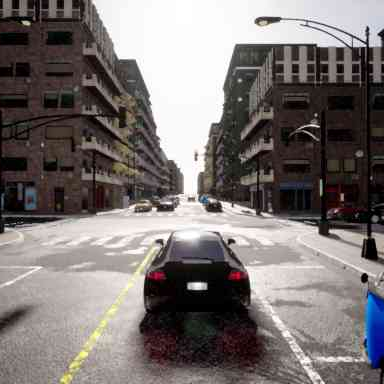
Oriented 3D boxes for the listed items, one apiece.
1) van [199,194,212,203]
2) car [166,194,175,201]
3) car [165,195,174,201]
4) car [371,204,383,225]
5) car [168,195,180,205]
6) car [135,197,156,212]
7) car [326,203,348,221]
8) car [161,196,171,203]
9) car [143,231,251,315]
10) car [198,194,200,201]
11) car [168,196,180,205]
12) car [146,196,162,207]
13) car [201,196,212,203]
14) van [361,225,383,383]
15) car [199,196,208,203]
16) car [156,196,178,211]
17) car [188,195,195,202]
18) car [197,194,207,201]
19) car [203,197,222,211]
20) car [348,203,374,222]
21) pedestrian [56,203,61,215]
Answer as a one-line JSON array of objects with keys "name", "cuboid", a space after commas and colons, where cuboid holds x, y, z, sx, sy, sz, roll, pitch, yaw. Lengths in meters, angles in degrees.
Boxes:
[{"name": "van", "cuboid": [2.611, 1.364, 56.913, 1.690, 1.788, 3.998, 1, 0, 0]}, {"name": "car", "cuboid": [-5.828, 1.483, 90.756, 1.967, 1.590, 4.097, 1, 0, 0]}, {"name": "car", "cuboid": [-5.821, 1.590, 85.112, 2.008, 1.369, 4.403, 1, 0, 0]}, {"name": "car", "cuboid": [13.505, 1.583, 19.808, 4.313, 1.339, 1.947, 0, -1, 1]}, {"name": "car", "cuboid": [-3.180, 1.497, 49.683, 1.882, 1.535, 5.008, 0, 0, 0]}, {"name": "car", "cuboid": [-5.743, 1.541, 39.801, 1.752, 1.417, 4.829, 1, 0, 0]}, {"name": "car", "cuboid": [13.594, 1.609, 28.189, 4.097, 1.590, 1.967, 0, -1, 1]}, {"name": "car", "cuboid": [-5.801, 1.577, 73.827, 1.887, 1.381, 4.507, 1, 0, 0]}, {"name": "car", "cuboid": [0.088, 1.566, 7.642, 1.994, 1.385, 4.181, 0, 0, 0]}, {"name": "car", "cuboid": [2.588, 1.555, 68.369, 1.752, 1.417, 4.829, 1, 0, 0]}, {"name": "car", "cuboid": [-3.171, 1.502, 60.059, 1.882, 1.535, 5.008, 0, 0, 0]}, {"name": "car", "cuboid": [-5.762, 1.461, 51.257, 1.967, 1.590, 4.097, 1, 0, 0]}, {"name": "car", "cuboid": [2.626, 1.569, 45.628, 2.008, 1.369, 4.403, 1, 0, 0]}, {"name": "van", "cuboid": [2.670, 1.342, 2.039, 1.690, 1.788, 3.998, 1, 0, 0]}, {"name": "car", "cuboid": [2.578, 1.614, 73.841, 1.802, 1.307, 4.206, 1, 0, 0]}, {"name": "car", "cuboid": [-3.168, 1.579, 40.966, 1.994, 1.385, 4.181, 0, 0, 0]}, {"name": "car", "cuboid": [-0.136, 1.562, 80.516, 2.128, 1.511, 4.902, 0, 0, 0]}, {"name": "car", "cuboid": [2.563, 1.355, 85.126, 2.192, 1.841, 5.009, 1, 0, 0]}, {"name": "car", "cuboid": [2.635, 1.581, 39.986, 1.947, 1.339, 4.313, 1, 0, 0]}, {"name": "car", "cuboid": [15.066, 1.635, 25.581, 4.892, 1.490, 1.837, 0, -1, 0]}, {"name": "pedestrian", "cuboid": [-12.592, 1.598, 31.395, 0.500, 1.100, 0.500, 0, -1, 1]}]
